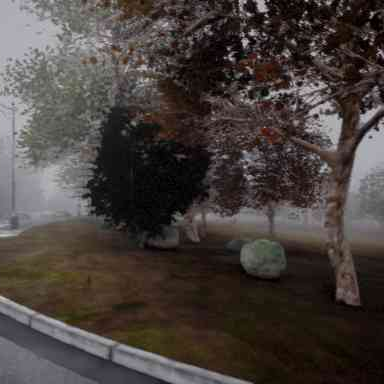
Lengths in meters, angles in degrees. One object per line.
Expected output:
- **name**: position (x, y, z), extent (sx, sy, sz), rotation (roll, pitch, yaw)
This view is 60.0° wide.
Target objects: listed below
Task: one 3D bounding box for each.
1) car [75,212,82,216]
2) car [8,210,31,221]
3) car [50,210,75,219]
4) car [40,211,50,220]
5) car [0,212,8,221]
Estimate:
- **car**: position (-22.959, 4.670, 65.415), extent (2.033, 1.411, 5.357), rotation (0, -4, -9)
- **car**: position (-22.595, 3.070, 43.496), extent (1.994, 1.385, 4.181), rotation (0, -4, -10)
- **car**: position (-20.641, 3.663, 53.129), extent (2.128, 1.511, 4.902), rotation (0, -4, -10)
- **car**: position (-25.360, 4.177, 58.874), extent (1.882, 1.535, 5.008), rotation (0, -5, -10)
- **car**: position (-20.855, 2.318, 33.883), extent (1.812, 1.442, 4.674), rotation (0, -4, -11)
